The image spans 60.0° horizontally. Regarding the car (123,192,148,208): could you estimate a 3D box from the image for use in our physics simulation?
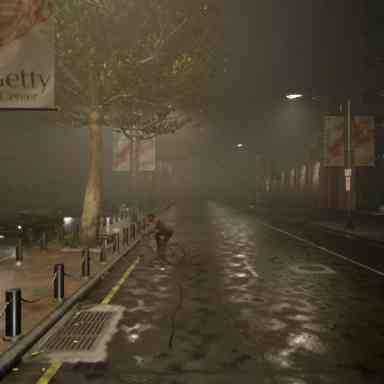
[{"bbox_3d":[-8.309,1.218,48.634,2.150,2.045,5.566,0,0,0],"label":"car"}]

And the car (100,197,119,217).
[{"bbox_3d":[-8.231,1.500,31.431,1.837,1.490,4.892,0,1,0],"label":"car"}]

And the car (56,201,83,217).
[{"bbox_3d":[-11.736,1.562,31.365,1.994,1.385,4.181,0,0,0],"label":"car"}]

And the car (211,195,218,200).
[{"bbox_3d":[6.337,1.595,94.091,1.895,1.301,4.718,0,0,0],"label":"car"}]

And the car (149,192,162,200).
[{"bbox_3d":[-8.348,1.225,79.752,2.150,2.045,5.566,0,0,0],"label":"car"}]

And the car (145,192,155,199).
[{"bbox_3d":[-11.915,0.904,94.733,2.150,2.045,5.566,0,0,0],"label":"car"}]

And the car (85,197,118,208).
[{"bbox_3d":[-13.133,1.491,48.689,2.128,1.511,4.902,0,0,21],"label":"car"}]

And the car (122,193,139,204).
[{"bbox_3d":[-11.812,1.217,64.385,2.150,2.045,5.566,0,1,0],"label":"car"}]

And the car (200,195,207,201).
[{"bbox_3d":[3.113,1.540,88.398,2.033,1.411,5.357,0,0,0],"label":"car"}]

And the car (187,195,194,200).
[{"bbox_3d":[-0.417,1.478,95.248,1.882,1.535,5.008,0,0,0],"label":"car"}]

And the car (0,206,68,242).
[{"bbox_3d":[-8.135,1.601,16.451,1.895,1.301,4.718,0,0,0],"label":"car"}]

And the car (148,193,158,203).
[{"bbox_3d":[-8.317,1.526,64.506,1.812,1.442,4.674,0,0,0],"label":"car"}]

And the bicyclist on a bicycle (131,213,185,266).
[{"bbox_3d":[-1.052,1.455,10.127,1.656,1.620,0.582,-2,0,0],"label":"bicyclist on a bicycle"}]
